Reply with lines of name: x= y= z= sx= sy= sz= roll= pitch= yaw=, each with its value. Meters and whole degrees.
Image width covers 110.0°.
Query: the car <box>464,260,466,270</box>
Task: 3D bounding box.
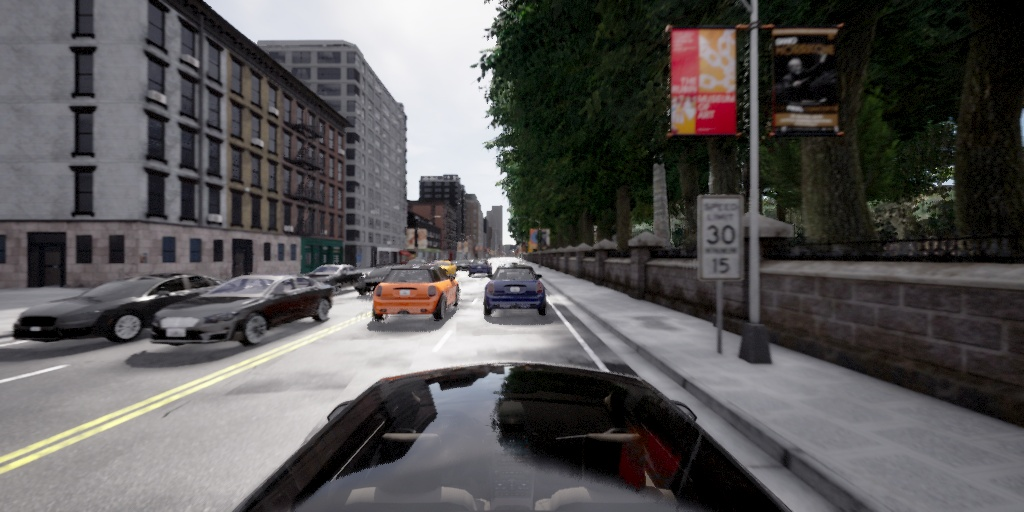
car: x=-6.508 y=1.286 z=48.084 sx=1.837 sy=1.490 sz=4.892 roll=0 pitch=0 yaw=0

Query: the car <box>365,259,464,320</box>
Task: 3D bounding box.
car: x=-3.153 y=1.102 z=12.693 sx=2.097 sy=1.767 sz=4.553 roll=0 pitch=0 yaw=0

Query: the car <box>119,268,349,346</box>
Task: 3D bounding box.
car: x=-6.592 y=1.242 z=9.492 sx=2.128 sy=1.511 sz=4.902 roll=0 pitch=0 yaw=0

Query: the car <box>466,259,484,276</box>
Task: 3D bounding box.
car: x=-3.155 y=1.101 z=36.655 sx=2.097 sy=1.767 sz=4.553 roll=0 pitch=0 yaw=0

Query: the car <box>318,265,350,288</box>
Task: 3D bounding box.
car: x=-9.836 y=1.243 z=19.714 sx=2.128 sy=1.511 sz=4.902 roll=0 pitch=0 yaw=0

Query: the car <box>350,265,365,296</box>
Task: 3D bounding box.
car: x=-6.586 y=1.257 z=19.287 sx=1.837 sy=1.490 sz=4.892 roll=0 pitch=0 yaw=0

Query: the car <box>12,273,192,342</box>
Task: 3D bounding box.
car: x=-9.841 y=1.256 z=9.830 sx=1.837 sy=1.490 sz=4.892 roll=0 pitch=0 yaw=0

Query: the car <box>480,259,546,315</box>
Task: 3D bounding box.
car: x=0.097 y=1.102 z=13.753 sx=2.097 sy=1.767 sz=4.553 roll=0 pitch=0 yaw=0

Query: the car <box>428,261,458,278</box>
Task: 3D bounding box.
car: x=-6.527 y=1.228 z=34.336 sx=1.882 sy=1.535 sz=5.008 roll=0 pitch=0 yaw=0

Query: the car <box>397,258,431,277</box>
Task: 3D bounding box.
car: x=-9.760 y=1.099 z=36.080 sx=2.097 sy=1.767 sz=4.553 roll=0 pitch=0 yaw=0

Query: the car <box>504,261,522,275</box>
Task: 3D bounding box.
car: x=0.094 y=1.274 z=39.284 sx=1.812 sy=1.442 sz=4.674 roll=0 pitch=0 yaw=0
